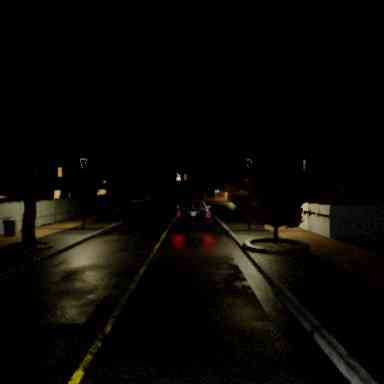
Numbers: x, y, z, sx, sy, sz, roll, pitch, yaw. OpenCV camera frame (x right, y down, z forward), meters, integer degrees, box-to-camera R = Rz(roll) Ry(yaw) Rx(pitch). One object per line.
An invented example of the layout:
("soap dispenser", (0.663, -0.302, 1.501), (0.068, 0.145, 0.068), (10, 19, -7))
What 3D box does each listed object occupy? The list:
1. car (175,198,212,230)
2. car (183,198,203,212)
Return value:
("car", (0.080, 1.230, 20.281), (2.097, 1.767, 4.553), (0, 0, 0))
("car", (0.069, 1.368, 35.821), (1.994, 1.385, 4.181), (0, 0, 0))
